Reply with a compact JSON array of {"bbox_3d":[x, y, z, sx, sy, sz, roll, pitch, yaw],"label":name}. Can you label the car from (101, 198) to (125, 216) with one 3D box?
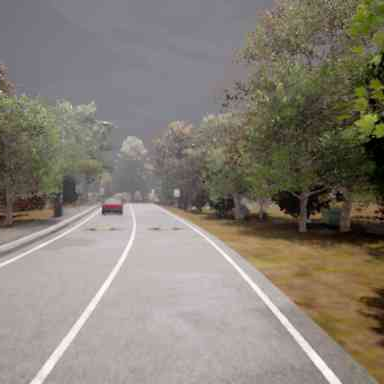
[{"bbox_3d":[-7.312,1.310,30.900,1.882,1.535,5.008,1,0,-11],"label":"car"}]
